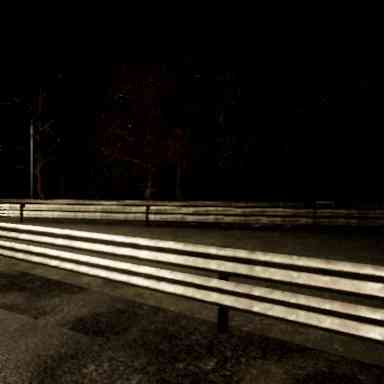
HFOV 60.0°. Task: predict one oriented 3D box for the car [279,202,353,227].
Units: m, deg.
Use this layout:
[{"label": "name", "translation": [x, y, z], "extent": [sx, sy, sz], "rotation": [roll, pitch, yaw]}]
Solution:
[{"label": "car", "translation": [8.585, 1.492, 23.332], "extent": [4.856, 1.649, 2.033], "rotation": [0, 0, 16]}]
